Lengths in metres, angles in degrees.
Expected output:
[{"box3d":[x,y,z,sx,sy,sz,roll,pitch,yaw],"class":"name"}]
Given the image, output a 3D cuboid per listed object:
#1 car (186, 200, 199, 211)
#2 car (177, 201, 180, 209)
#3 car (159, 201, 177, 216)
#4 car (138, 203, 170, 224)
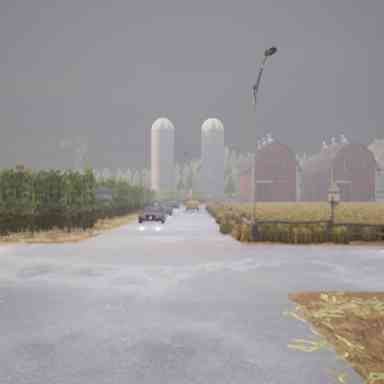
[{"box3d":[0.075,2.007,49.760,1.882,1.535,5.008,0,-1,0],"class":"car"},{"box3d":[-3.018,2.119,55.111,2.033,1.411,5.357,0,0,0],"class":"car"},{"box3d":[-3.138,1.890,37.634,2.128,1.511,4.902,0,-1,0],"class":"car"},{"box3d":[-3.154,1.819,27.278,1.994,1.385,4.181,0,-1,0],"class":"car"}]
